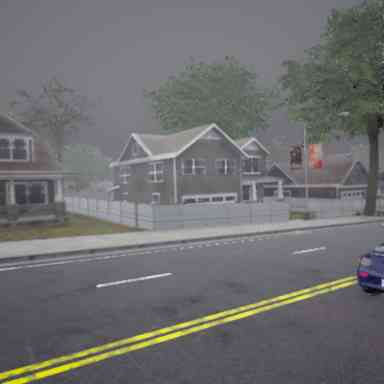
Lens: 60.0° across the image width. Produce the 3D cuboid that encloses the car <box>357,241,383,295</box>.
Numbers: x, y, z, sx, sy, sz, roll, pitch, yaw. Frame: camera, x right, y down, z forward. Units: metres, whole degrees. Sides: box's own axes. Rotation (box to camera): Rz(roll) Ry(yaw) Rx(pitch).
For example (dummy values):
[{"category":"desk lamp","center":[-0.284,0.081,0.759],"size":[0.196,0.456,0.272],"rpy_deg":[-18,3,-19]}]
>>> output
[{"category":"car","center":[5.512,1.527,7.440],"size":[4.674,1.442,1.812],"rpy_deg":[0,0,-35]}]
